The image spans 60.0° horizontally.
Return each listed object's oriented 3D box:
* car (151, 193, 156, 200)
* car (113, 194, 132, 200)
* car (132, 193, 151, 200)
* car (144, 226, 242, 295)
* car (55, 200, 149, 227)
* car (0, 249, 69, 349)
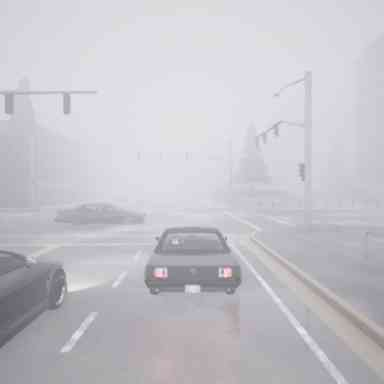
[{"bbox_3d":[-8.951,0.897,73.287,2.033,1.411,5.357,0,0,-2],"label":"car"},{"bbox_3d":[-12.063,1.058,56.674,2.033,1.411,5.357,0,1,-1],"label":"car"},{"bbox_3d":[-8.578,1.032,57.102,1.812,1.442,4.674,0,0,-1],"label":"car"},{"bbox_3d":[-0.006,1.526,8.501,1.895,1.301,4.718,0,0,-1],"label":"car"},{"bbox_3d":[-5.560,1.390,20.594,5.357,1.411,2.033,0,1,-4],"label":"car"},{"bbox_3d":[-3.472,1.520,5.025,1.994,1.385,4.181,0,0,0],"label":"car"}]
